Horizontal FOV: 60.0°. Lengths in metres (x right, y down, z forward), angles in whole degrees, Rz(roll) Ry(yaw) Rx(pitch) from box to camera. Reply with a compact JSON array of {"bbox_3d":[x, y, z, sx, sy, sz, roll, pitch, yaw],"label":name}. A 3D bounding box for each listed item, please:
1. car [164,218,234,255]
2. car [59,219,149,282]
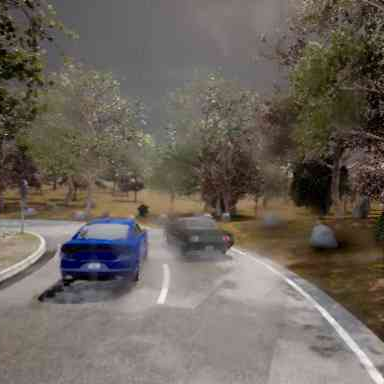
[{"bbox_3d":[0.058,1.751,14.201,1.895,1.301,4.718,1,-1,-15],"label":"car"},{"bbox_3d":[-2.385,1.546,9.993,1.882,1.535,5.008,2,-1,-4],"label":"car"}]
